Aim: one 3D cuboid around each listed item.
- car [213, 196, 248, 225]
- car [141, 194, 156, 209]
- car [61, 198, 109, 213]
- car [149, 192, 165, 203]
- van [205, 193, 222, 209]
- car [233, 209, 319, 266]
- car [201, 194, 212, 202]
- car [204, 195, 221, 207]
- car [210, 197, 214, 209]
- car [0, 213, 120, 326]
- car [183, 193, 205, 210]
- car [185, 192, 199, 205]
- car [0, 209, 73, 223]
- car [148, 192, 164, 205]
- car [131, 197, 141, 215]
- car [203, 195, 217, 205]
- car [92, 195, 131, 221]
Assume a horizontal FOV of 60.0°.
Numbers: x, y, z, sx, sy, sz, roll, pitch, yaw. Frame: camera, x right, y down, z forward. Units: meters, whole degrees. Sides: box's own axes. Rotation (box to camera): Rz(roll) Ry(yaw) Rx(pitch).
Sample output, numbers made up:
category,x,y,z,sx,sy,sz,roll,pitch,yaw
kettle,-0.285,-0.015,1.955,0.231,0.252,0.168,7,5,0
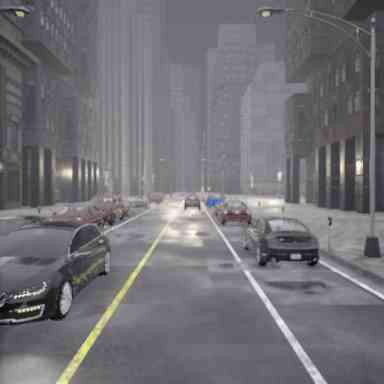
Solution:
category,x,y,z,sx,sy,sz,roll,pitch,yaw
car,2.733,1.258,22.202,1.967,1.590,4.097,0,0,0
car,-5.814,1.236,39.014,2.008,1.369,4.403,0,0,0
car,-5.785,1.304,16.577,1.967,1.590,4.097,0,0,0
car,-5.837,0.879,55.840,2.192,1.841,5.009,0,0,0
van,2.710,1.027,39.028,1.690,1.788,3.998,0,0,0
car,2.747,1.460,10.984,2.008,1.369,4.403,0,0,0
car,2.681,1.108,61.464,1.802,1.307,4.206,0,0,0
car,2.703,1.188,44.637,1.887,1.381,4.507,0,0,0
car,2.726,1.355,27.811,1.802,1.307,4.206,0,0,0
car,-3.091,1.444,7.265,1.837,1.490,4.892,0,0,0
car,0.050,1.186,37.921,2.128,1.511,4.902,0,1,0
car,0.033,0.950,50.923,2.097,1.767,4.553,0,0,0
car,-5.778,1.475,10.968,1.947,1.339,4.313,0,0,0
car,-5.829,0.918,50.231,2.192,1.841,5.009,0,0,0
car,-5.799,1.324,27.796,2.008,1.369,4.403,0,0,0
car,2.696,1.128,50.417,1.752,1.417,4.829,0,0,0
car,-5.792,1.133,22.185,2.192,1.841,5.009,0,0,0
